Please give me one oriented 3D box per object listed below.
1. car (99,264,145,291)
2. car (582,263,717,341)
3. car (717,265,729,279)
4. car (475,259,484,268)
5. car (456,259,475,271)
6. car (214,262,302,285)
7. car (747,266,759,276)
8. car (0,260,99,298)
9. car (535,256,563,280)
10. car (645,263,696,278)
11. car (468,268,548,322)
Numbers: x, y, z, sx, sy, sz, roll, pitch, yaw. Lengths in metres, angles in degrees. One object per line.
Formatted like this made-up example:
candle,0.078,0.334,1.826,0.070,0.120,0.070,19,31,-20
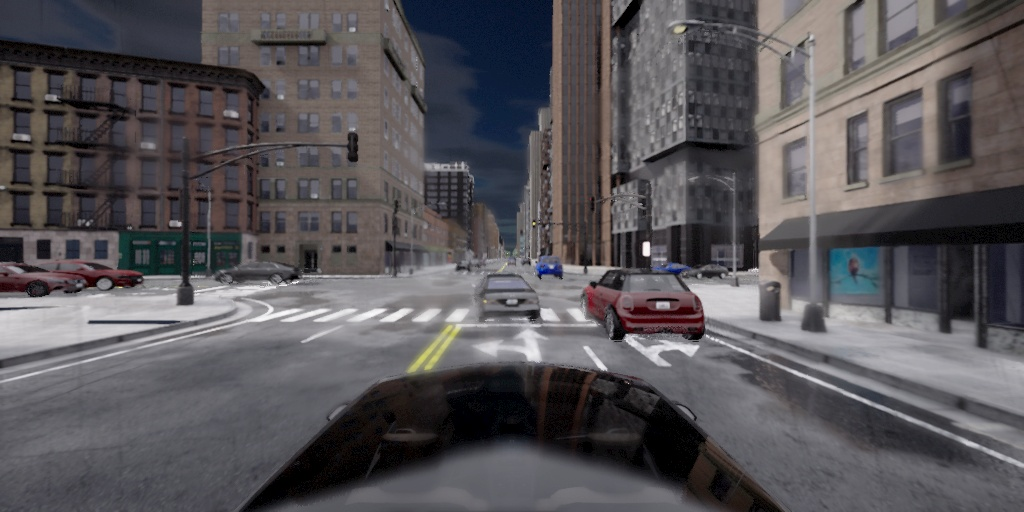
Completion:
car,-22.310,0.987,18.457,5.008,1.535,1.882,1,-1,-17
car,3.348,1.114,10.073,2.097,1.767,4.553,0,0,0
car,19.326,1.560,35.986,4.892,1.490,1.837,1,-1,-16
car,-6.522,1.353,63.335,1.837,1.490,4.892,0,0,0
car,-6.572,1.329,49.595,1.837,1.490,4.892,0,0,-1
car,-16.645,1.112,23.646,4.892,1.490,1.837,1,-2,-10
car,30.112,1.741,42.351,4.674,1.442,1.812,0,0,-14
car,-21.500,1.014,15.308,4.674,1.442,1.812,1,-1,-17
car,3.368,1.045,33.213,2.150,2.045,5.566,0,0,0
car,17.078,1.537,38.733,5.008,1.535,1.882,1,-1,-16
car,-0.349,1.314,12.428,2.033,1.411,5.357,0,0,-8
